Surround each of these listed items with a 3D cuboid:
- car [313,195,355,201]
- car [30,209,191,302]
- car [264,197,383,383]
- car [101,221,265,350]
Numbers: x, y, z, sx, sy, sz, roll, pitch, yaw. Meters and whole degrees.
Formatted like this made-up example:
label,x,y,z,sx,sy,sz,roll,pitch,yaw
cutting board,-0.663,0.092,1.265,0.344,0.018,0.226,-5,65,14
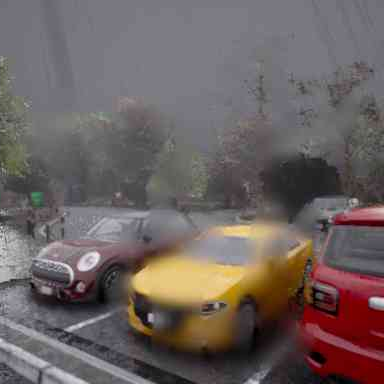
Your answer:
label,x,y,z,sx,sy,sz,roll,pitch,yaw
car,7.240,1.195,17.062,2.435,2.045,5.566,0,0,35
car,-1.535,1.315,8.301,2.185,1.767,4.553,0,0,35
car,3.343,1.199,4.886,2.435,2.045,5.566,0,0,35
car,0.937,1.445,6.539,2.097,1.535,5.008,0,0,35
